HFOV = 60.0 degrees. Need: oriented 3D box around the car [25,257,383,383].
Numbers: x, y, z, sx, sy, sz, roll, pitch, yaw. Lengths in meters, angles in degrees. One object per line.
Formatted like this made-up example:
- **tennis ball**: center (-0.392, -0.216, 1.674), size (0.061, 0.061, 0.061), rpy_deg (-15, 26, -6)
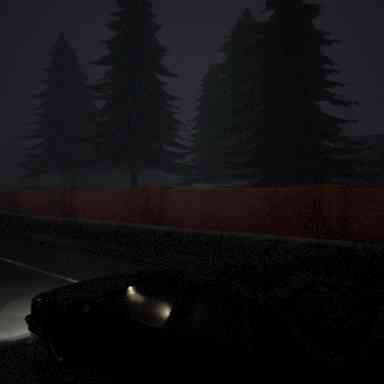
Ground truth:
- **car**: center (0.165, 1.554, 3.959), size (5.357, 1.411, 2.033), rpy_deg (0, 0, 37)
